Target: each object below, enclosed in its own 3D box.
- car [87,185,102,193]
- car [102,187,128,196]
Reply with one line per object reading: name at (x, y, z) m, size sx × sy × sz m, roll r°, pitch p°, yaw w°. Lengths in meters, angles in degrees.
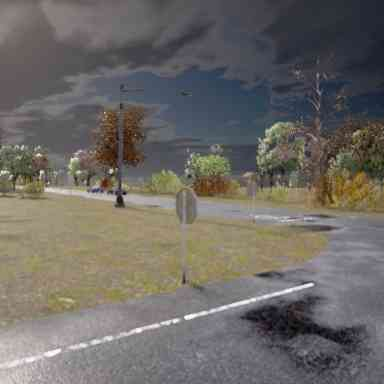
car at (-17.421, -0.511, 59.977) m, size 1.812 × 1.442 × 4.674 m, roll 0°, pitch 2°, yaw -36°
car at (-11.862, -0.129, 52.199) m, size 1.895 × 1.301 × 4.718 m, roll 0°, pitch 2°, yaw -36°
